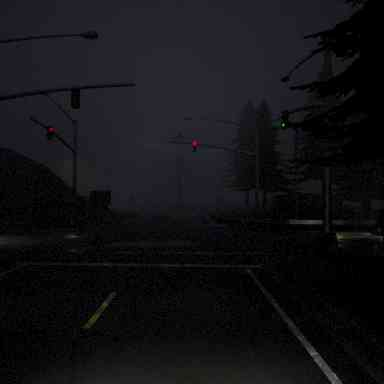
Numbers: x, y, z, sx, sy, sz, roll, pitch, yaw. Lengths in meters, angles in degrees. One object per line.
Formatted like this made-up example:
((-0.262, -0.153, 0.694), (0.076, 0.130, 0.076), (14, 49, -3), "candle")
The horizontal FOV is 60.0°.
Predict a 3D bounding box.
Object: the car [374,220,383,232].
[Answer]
((14.210, 1.867, 21.210), (4.553, 1.767, 2.097), (0, -1, 0), "car")
